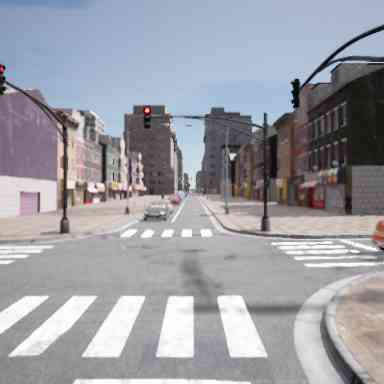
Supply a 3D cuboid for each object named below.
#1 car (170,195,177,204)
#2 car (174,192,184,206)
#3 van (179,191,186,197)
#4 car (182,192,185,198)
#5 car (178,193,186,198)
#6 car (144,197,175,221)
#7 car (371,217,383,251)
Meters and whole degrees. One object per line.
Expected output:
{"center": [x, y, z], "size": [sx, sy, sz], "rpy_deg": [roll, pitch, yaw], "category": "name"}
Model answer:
{"center": [-2.608, 1.299, 30.740], "size": [1.752, 1.417, 4.829], "rpy_deg": [1, 0, 0], "category": "car"}
{"center": [-2.600, 1.171, 47.856], "size": [1.887, 1.381, 4.507], "rpy_deg": [1, 1, 0], "category": "car"}
{"center": [-2.589, 0.831, 64.799], "size": [1.690, 1.788, 3.998], "rpy_deg": [1, 0, 0], "category": "van"}
{"center": [-2.598, 1.145, 53.503], "size": [1.947, 1.339, 4.313], "rpy_deg": [1, 0, 0], "category": "car"}
{"center": [-2.585, 0.921, 87.393], "size": [1.802, 1.307, 4.206], "rpy_deg": [1, 0, 0], "category": "car"}
{"center": [-2.611, 1.368, 25.261], "size": [2.008, 1.369, 4.403], "rpy_deg": [1, 0, 0], "category": "car"}
{"center": [8.136, 1.086, 10.149], "size": [4.553, 1.767, 2.097], "rpy_deg": [-1, -1, 0], "category": "car"}
